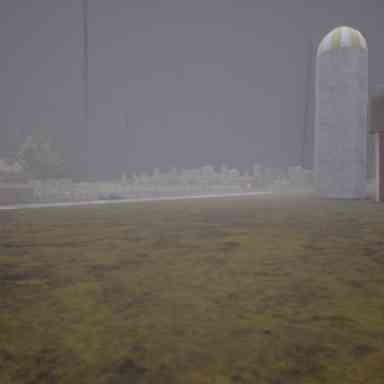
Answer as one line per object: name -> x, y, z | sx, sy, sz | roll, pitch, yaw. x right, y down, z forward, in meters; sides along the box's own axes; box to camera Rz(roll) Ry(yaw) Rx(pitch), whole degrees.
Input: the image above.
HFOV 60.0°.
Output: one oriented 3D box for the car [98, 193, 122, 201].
car -> -14.161, 0.852, 57.541 | 1.994, 1.385, 4.181 | 1, 2, 36
